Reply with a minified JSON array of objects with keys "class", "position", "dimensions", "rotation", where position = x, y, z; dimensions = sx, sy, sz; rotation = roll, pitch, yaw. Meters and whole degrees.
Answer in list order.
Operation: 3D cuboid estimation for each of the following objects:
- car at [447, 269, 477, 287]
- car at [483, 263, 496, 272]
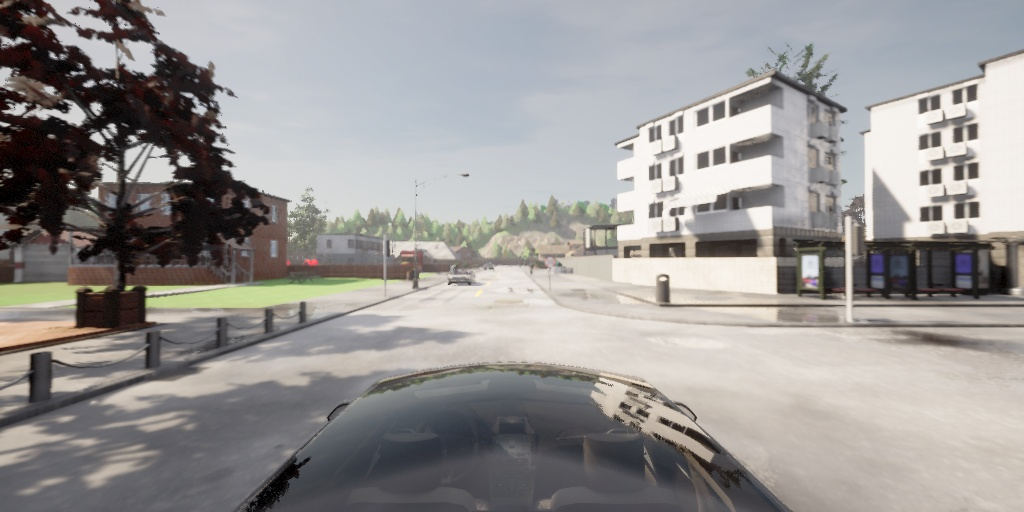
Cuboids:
[{"class":"car","position":[-3.996,1.737,28.977],"dimensions":[1.895,1.301,4.718],"rotation":[0,-1,0]},{"class":"car","position":[-3.991,1.948,63.350],"dimensions":[1.837,1.490,4.892],"rotation":[0,-1,0]}]
